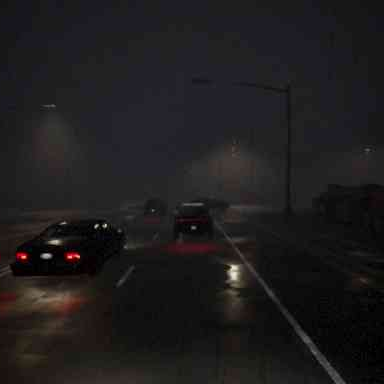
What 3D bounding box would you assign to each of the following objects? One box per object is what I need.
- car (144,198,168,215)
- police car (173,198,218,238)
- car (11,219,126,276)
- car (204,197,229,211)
[{"bbox_3d":[-3.405,1.351,31.750,1.837,1.490,4.892,0,1,1],"label":"car"},{"bbox_3d":[0.071,1.381,17.490,1.930,1.638,5.238,0,0,0],"label":"police car"},{"bbox_3d":[-3.418,1.548,10.317,2.033,1.411,5.357,0,0,0],"label":"car"},{"bbox_3d":[1.969,1.307,35.576,2.128,1.511,4.902,-1,0,43],"label":"car"}]
